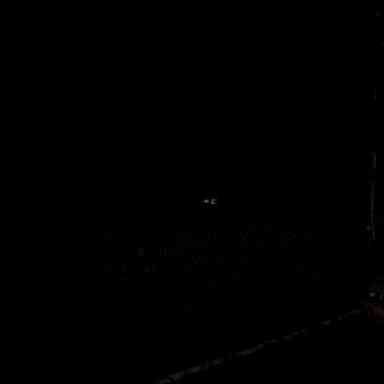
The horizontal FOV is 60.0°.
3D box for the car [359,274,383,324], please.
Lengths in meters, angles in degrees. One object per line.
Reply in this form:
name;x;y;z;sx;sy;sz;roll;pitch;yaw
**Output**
car;4.913;1.510;6.004;4.829;1.417;1.752;0;1;-34
